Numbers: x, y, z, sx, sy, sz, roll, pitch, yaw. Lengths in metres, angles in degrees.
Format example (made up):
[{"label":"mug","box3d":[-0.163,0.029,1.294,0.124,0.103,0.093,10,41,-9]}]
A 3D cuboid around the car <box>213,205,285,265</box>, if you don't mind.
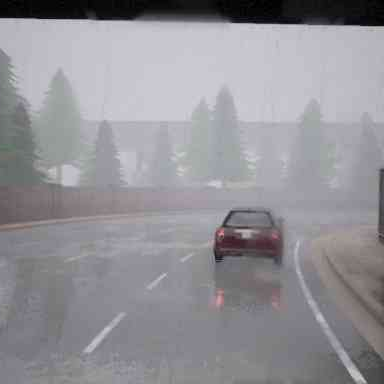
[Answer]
[{"label":"car","box3d":[2.161,1.294,11.811,2.097,1.767,4.553,0,0,15]}]
